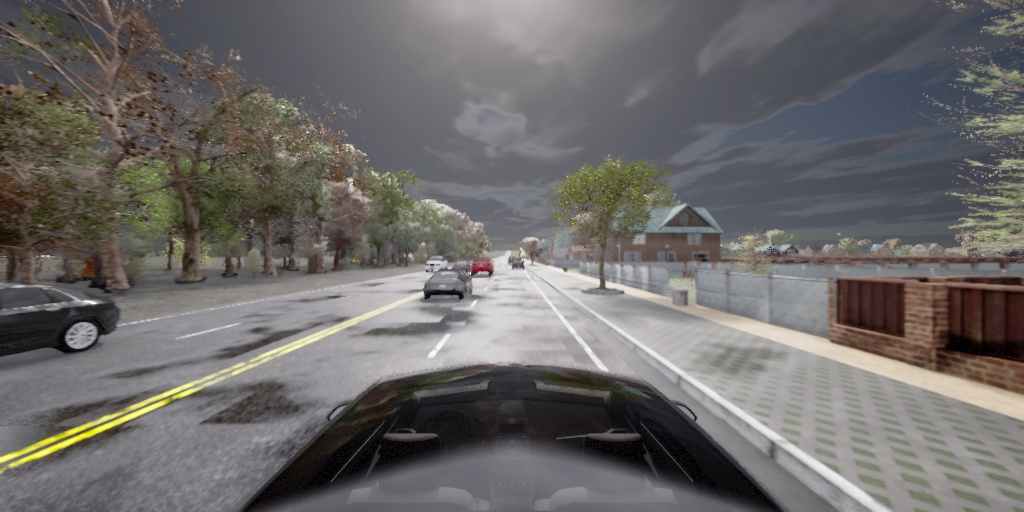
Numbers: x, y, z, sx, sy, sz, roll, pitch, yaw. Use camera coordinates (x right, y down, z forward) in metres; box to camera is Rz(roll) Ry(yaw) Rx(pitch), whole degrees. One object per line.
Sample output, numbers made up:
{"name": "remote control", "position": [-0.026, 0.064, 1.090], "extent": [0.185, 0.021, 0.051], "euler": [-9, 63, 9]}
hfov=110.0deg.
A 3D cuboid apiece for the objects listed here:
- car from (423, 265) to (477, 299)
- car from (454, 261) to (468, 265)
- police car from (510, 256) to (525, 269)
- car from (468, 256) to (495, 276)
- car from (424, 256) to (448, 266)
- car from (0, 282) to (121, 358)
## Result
{"name": "car", "position": [-3.176, 1.349, 18.442], "extent": [1.994, 1.385, 4.181], "euler": [0, 0, 0]}
{"name": "car", "position": [-6.562, 1.358, 46.959], "extent": [1.812, 1.442, 4.674], "euler": [0, 0, 0]}
{"name": "police car", "position": [0.987, 1.277, 57.280], "extent": [1.930, 1.638, 5.238], "euler": [0, 0, 0]}
{"name": "car", "position": [-3.149, 1.046, 39.432], "extent": [2.150, 2.045, 5.566], "euler": [0, 0, 0]}
{"name": "car", "position": [-9.812, 1.051, 46.865], "extent": [2.150, 2.045, 5.566], "euler": [0, 0, 0]}
{"name": "car", "position": [-9.835, 1.259, 6.073], "extent": [1.837, 1.490, 4.892], "euler": [0, 0, 0]}
